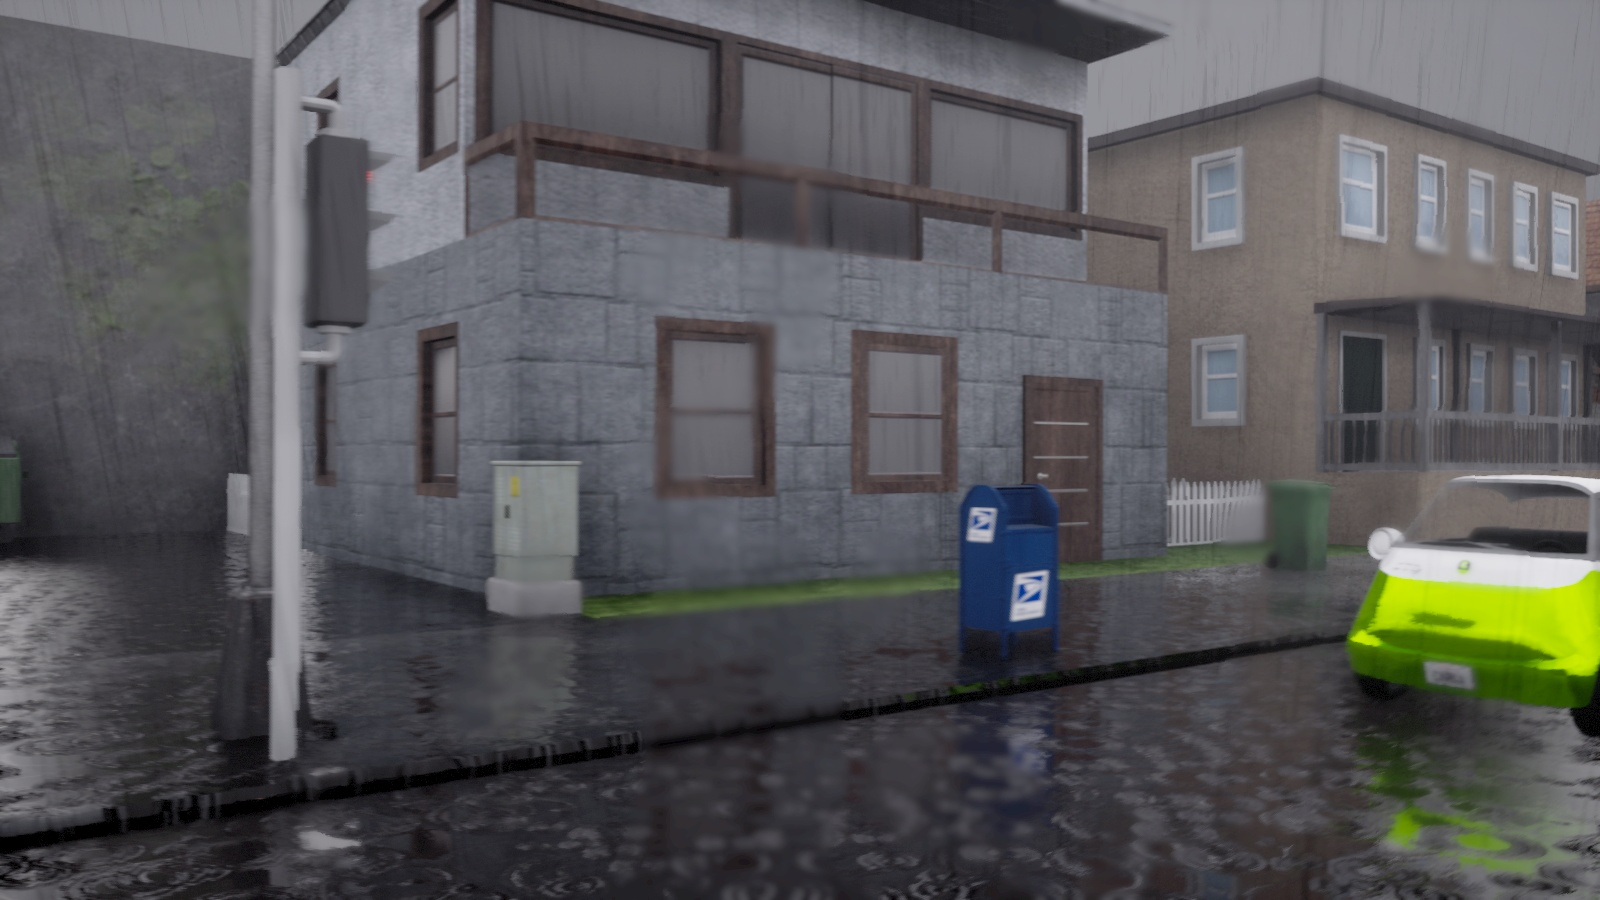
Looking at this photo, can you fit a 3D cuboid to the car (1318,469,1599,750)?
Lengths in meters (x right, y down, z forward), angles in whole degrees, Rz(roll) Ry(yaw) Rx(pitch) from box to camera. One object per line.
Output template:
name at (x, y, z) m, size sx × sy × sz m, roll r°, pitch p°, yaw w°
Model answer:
car at (4.400, 0.809, 7.492) m, size 2.207 × 1.376 × 1.481 m, roll 0°, pitch 0°, yaw -36°
